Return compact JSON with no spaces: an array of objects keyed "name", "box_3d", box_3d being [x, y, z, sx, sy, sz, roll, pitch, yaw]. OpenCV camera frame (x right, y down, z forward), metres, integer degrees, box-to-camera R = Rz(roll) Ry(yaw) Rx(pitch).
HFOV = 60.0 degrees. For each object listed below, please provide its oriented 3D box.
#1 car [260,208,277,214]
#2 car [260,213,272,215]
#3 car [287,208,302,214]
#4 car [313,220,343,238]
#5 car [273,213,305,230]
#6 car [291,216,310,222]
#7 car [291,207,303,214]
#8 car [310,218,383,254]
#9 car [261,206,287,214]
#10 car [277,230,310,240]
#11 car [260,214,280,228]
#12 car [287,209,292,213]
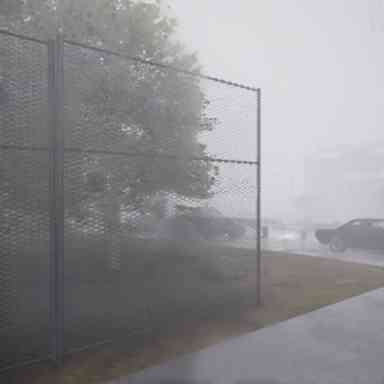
[{"name":"car","box_3d":[15.152,5.099,72.926,5.366,1.575,1.946,2,0,36]},{"name":"car","box_3d":[10.193,4.518,50.703,2.002,1.452,4.674,0,0,36]},{"name":"car","box_3d":[22.489,5.296,78.138,5.008,1.535,2.097,1,0,36]},{"name":"car","box_3d":[16.767,4.482,40.869,2.231,1.521,4.892,0,0,36]},{"name":"car","box_3d":[13.501,4.354,45.807,2.185,1.767,4.553,0,0,36]},{"name":"car","box_3d":[15.022,4.477,43.170,1.946,1.575,5.366,0,0,36]},{"name":"car","box_3d":[27.440,5.284,81.562,4.553,1.767,2.185,1,0,36]},{"name":"car","box_3d":[7.079,1.652,12.230,1.895,1.301,4.718,-1,-1,-33]},{"name":"car","box_3d":[17.529,4.920,74.726,5.566,2.045,2.435,1,0,36]},{"name":"car","box_3d":[7.069,4.422,24.816,2.435,2.045,5.566,0,1,36]},{"name":"car","box_3d":[11.841,4.480,48.247,2.231,1.521,4.892,0,0,36]},{"name":"car","box_3d":[19.988,5.276,76.436,4.674,1.452,2.002,1,0,36]}]
